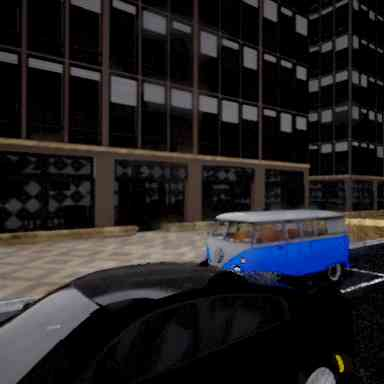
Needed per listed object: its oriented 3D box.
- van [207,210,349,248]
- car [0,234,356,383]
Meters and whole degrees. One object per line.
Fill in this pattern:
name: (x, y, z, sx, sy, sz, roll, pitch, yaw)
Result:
van: (2.148, 1.349, 8.087, 3.998, 1.788, 1.690, 0, 0, -36)
car: (-0.543, 1.480, 2.992, 5.008, 1.535, 1.882, 0, 0, -35)
